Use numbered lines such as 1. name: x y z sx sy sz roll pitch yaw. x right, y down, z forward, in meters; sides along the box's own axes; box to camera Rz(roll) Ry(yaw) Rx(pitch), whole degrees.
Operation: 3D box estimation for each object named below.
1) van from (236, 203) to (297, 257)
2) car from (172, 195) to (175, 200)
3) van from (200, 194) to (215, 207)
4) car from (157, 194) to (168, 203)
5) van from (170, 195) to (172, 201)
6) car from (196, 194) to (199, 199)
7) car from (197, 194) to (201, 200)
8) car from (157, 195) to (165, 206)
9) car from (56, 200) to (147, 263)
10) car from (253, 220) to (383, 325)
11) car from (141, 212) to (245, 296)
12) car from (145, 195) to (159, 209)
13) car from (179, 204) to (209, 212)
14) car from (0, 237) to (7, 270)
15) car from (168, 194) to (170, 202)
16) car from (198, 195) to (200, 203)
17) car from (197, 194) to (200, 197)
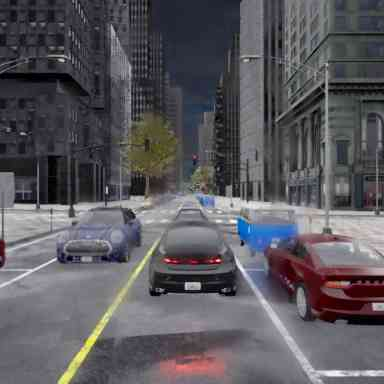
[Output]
1. van: 2.719 1.343 12.627 1.690 1.788 3.998 0 0 0
2. car: -6.190 1.638 87.484 1.947 1.339 4.313 0 0 0
3. van: 2.518 1.366 50.612 1.690 1.788 3.998 0 0 0
4. car: -6.059 1.351 61.041 2.192 1.841 5.009 0 0 0
5. van: -6.137 1.398 76.907 1.690 1.788 3.998 0 0 0
6. car: 2.410 1.601 72.264 2.008 1.369 4.403 0 0 0
7. car: 2.464 1.581 61.437 1.887 1.381 4.507 0 0 0
8. car: -6.033 1.575 55.751 1.887 1.381 4.507 0 0 0
9. car: -3.056 1.353 11.871 2.097 1.767 4.553 0 0 0
10. car: 2.745 1.545 7.102 1.887 1.381 4.507 0 0 0
11. car: 0.021 1.506 8.608 1.837 1.490 4.892 0 0 0
12. car: -5.987 1.546 45.001 1.752 1.417 4.829 0 0 0
13. car: -0.076 1.568 17.555 1.994 1.385 4.181 0 0 0
14. car: -5.810 1.545 7.078 1.887 1.381 4.507 0 0 0
15. car: -6.086 1.593 66.329 2.008 1.369 4.403 0 0 0
16. car: 2.490 1.597 56.024 1.947 1.339 4.313 0 0 0
17. car: 2.437 1.625 66.851 1.802 1.307 4.206 0 0 0
